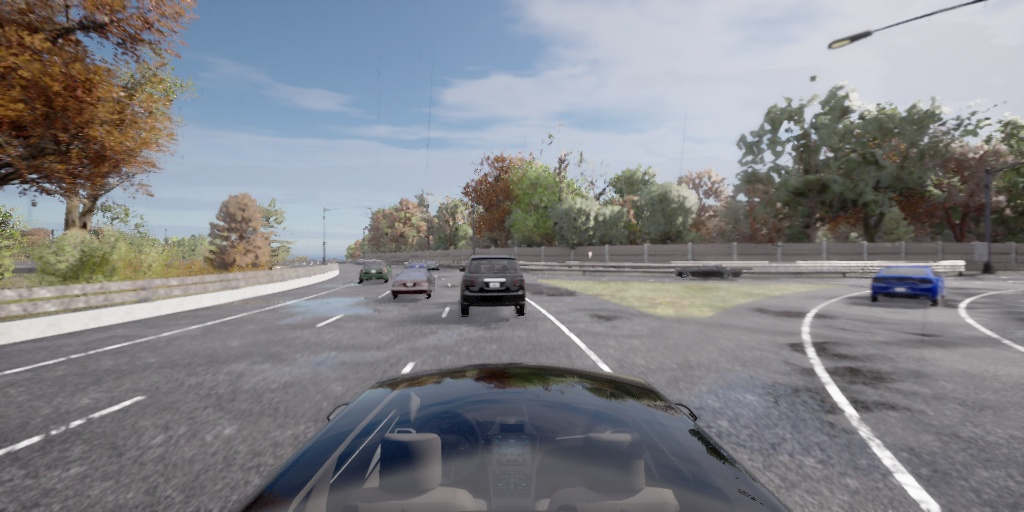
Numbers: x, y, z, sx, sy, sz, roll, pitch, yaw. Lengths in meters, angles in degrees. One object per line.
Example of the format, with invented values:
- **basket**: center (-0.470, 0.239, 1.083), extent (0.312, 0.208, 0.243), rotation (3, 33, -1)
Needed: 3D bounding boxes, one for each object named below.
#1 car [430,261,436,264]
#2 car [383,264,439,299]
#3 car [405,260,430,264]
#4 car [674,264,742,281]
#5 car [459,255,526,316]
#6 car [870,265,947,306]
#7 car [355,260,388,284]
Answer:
- **car**: center (-11.899, 1.404, 51.234), extent (1.994, 1.385, 4.181), rotation (0, 0, -26)
- **car**: center (-4.946, 1.333, 18.479), extent (2.033, 1.411, 5.357), rotation (0, 0, -9)
- **car**: center (-10.802, 1.179, 40.178), extent (2.097, 1.767, 4.553), rotation (0, 0, -21)
- **car**: center (15.811, 1.289, 29.212), extent (4.718, 1.301, 1.895), rotation (0, 0, 18)
- **car**: center (-0.823, 0.983, 13.622), extent (2.150, 2.045, 5.566), rotation (0, 0, -6)
- **car**: center (17.092, 1.151, 15.466), extent (5.008, 1.535, 1.882), rotation (0, 0, -37)
- **car**: center (-10.694, 1.172, 28.368), extent (2.097, 1.767, 4.553), rotation (0, 0, -14)
